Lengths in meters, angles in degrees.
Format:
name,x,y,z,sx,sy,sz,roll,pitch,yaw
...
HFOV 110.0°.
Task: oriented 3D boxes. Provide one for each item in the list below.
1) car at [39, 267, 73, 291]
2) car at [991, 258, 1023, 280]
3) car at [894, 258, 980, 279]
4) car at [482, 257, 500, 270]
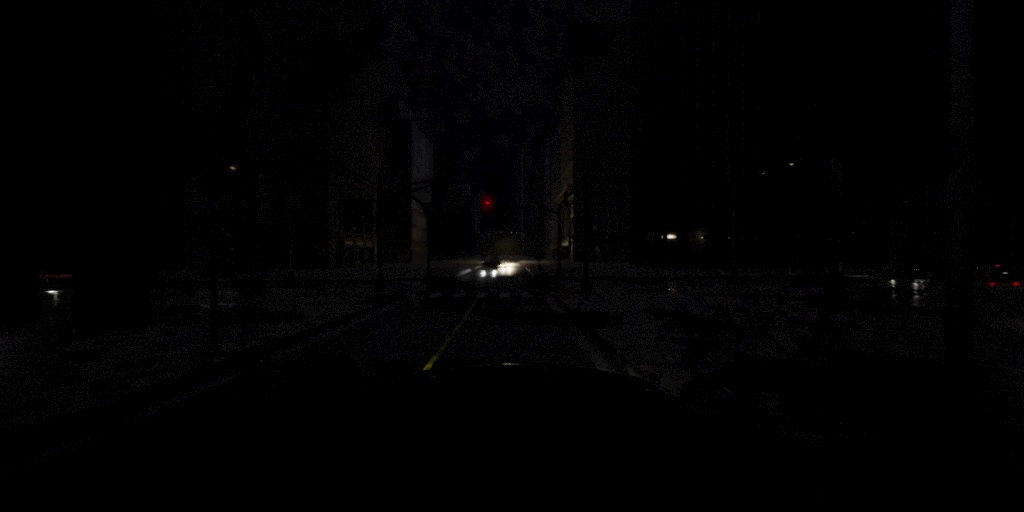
name,x,y,z,sx,sy,sz,roll,pitch,yaw
car,-30.346,1.437,22.673,5.008,1.535,1.882,0,0,0
car,33.960,0.856,22.938,4.902,1.511,2.128,-1,0,0
car,30.725,0.881,26.018,4.892,1.490,1.837,-1,0,0
car,-3.071,1.166,49.530,1.895,1.301,4.718,0,0,0
